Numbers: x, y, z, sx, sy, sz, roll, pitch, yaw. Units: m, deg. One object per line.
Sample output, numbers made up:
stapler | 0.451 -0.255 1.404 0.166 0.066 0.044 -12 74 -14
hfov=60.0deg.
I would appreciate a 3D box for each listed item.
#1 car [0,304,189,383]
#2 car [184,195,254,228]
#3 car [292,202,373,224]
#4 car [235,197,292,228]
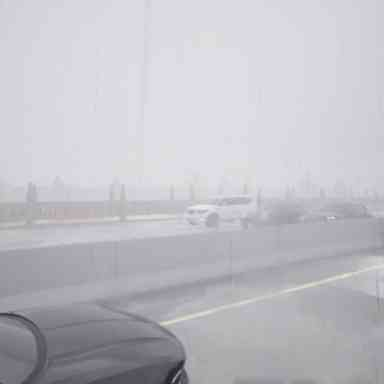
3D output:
car | -2.307 1.477 2.101 5.008 1.535 1.882 0 0 -36
car | 2.139 1.237 22.717 5.566 2.045 2.150 0 0 -36
car | 7.973 1.370 18.281 4.553 1.767 2.097 0 0 -35
car | 5.196 1.369 20.599 4.553 1.767 2.097 0 0 -35
